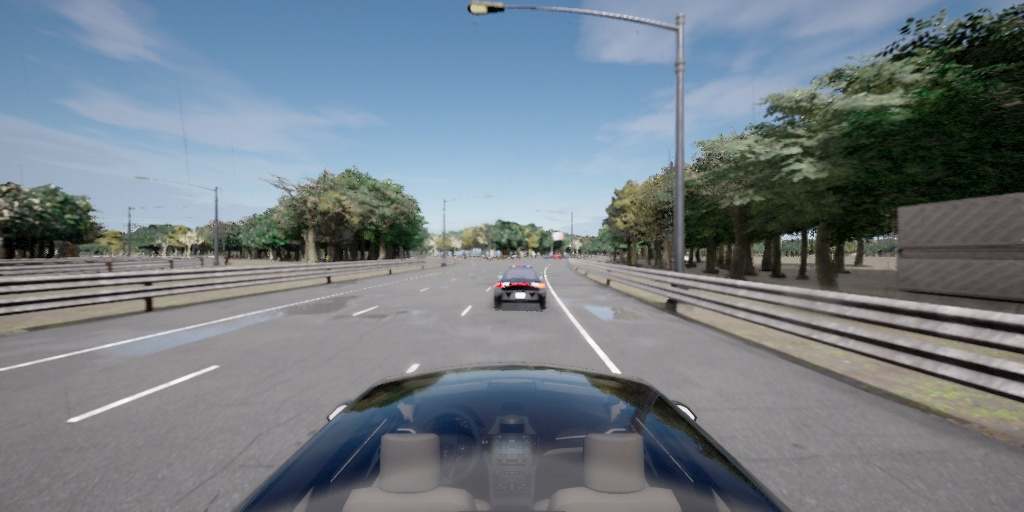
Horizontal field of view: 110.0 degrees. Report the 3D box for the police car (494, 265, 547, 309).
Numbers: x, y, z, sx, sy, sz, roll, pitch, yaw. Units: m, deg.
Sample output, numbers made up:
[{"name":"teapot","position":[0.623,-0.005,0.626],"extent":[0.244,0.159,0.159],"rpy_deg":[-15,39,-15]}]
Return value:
[{"name":"police car","position":[0.364,1.159,14.682],"extent":[2.038,1.542,4.974],"rpy_deg":[0,0,2]}]
